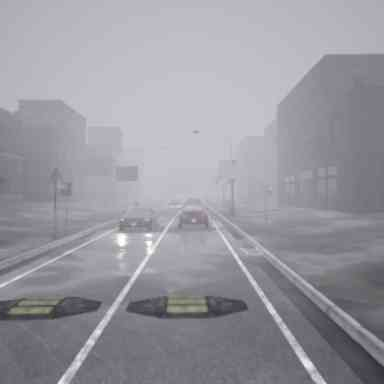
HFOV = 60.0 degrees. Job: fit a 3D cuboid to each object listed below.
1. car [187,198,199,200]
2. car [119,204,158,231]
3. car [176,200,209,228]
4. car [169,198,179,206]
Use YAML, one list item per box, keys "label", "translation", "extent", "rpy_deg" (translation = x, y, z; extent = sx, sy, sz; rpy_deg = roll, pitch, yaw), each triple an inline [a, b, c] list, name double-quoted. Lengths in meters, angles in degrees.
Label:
- label: "car"
  translation: [0.113, 1.434, 39.109]
  extent: [2.097, 1.767, 4.553]
  rpy_deg: [0, -1, 0]
- label: "car"
  translation: [-3.084, 1.451, 19.904]
  extent: [1.812, 1.442, 4.674]
  rpy_deg: [0, 0, 0]
- label: "car"
  translation: [0.106, 1.450, 21.397]
  extent: [1.812, 1.442, 4.674]
  rpy_deg: [0, 0, 0]
- label: "car"
  translation: [-3.020, 1.843, 60.727]
  extent: [1.994, 1.385, 4.181]
  rpy_deg: [0, 0, 1]
